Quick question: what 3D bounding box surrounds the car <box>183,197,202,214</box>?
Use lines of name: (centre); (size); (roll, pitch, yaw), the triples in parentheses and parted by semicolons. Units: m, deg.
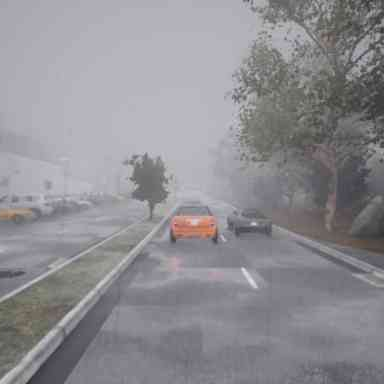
car: (0.082, 1.345, 34.589); (1.837, 1.490, 4.892); (0, 1, 0)

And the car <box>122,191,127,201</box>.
car: (-13.665, 1.049, 52.964); (5.366, 1.575, 1.946); (-1, 1, -20)

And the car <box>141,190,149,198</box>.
car: (-13.863, 0.522, 79.888); (5.566, 2.045, 2.435); (-1, 1, -20)

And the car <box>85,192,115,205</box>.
car: (-13.814, 1.173, 46.910); (4.792, 1.488, 2.163); (-1, 1, -20)

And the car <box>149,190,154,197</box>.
car: (-13.768, 0.430, 91.938); (5.566, 2.045, 2.435); (-1, 0, -20)

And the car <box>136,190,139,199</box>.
car: (-13.808, 0.749, 67.906); (4.553, 1.767, 2.185); (-1, 1, -20)

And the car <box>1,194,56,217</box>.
car: (-13.872, 1.173, 25.868); (5.566, 2.045, 2.435); (-1, 1, -20)

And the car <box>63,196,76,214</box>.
car: (-13.845, 1.406, 31.895); (4.674, 1.452, 2.002); (-1, 0, -20)

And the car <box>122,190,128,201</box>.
car: (-14.012, 1.016, 55.830); (5.366, 1.575, 1.946); (-1, 1, -20)

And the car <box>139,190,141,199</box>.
car: (-13.870, 0.722, 70.891); (4.553, 1.767, 2.185); (-1, 0, -20)

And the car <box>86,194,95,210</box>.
car: (-13.844, 1.323, 37.894); (4.674, 1.452, 2.002); (-1, 1, -20)

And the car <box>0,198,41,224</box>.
car: (-13.671, 1.442, 22.943); (5.366, 1.575, 1.946); (-1, 0, -20)

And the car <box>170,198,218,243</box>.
car: (0.091, 1.344, 16.269); (2.097, 1.767, 4.553); (0, 0, 0)

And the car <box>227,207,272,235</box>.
car: (3.090, 1.548, 18.555); (1.994, 1.385, 4.181); (0, 0, 0)

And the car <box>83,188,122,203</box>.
car: (-13.819, 0.848, 49.909); (5.566, 2.045, 2.435); (-1, 1, -20)

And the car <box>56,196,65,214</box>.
car: (-13.868, 1.425, 28.870); (4.792, 1.488, 2.163); (-1, 1, -20)

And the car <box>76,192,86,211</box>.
car: (-13.874, 1.199, 34.882); (4.553, 1.767, 2.185); (-1, 1, -20)

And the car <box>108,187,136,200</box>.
car: (-13.865, 0.689, 61.878); (5.566, 2.045, 2.435); (-1, 1, -20)

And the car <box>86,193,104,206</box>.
car: (-13.834, 1.238, 40.894); (5.008, 1.535, 2.097); (-1, 1, -20)
